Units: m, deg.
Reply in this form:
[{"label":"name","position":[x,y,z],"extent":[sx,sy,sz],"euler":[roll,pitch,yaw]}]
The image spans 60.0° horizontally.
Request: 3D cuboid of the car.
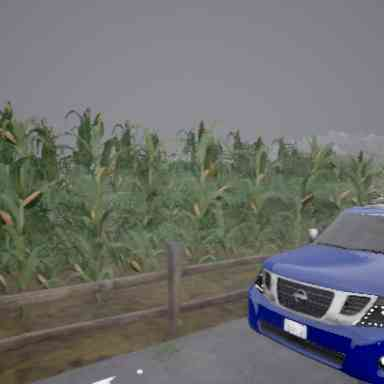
[{"label":"car","position":[3.440,1.212,5.414],"extent":[5.566,2.045,2.150],"euler":[0,0,-35]}]
